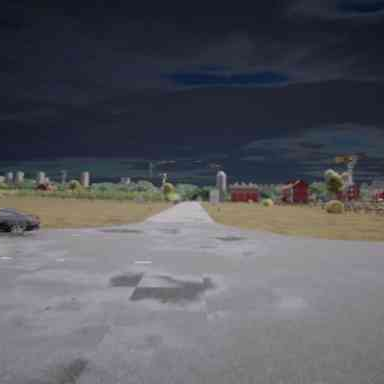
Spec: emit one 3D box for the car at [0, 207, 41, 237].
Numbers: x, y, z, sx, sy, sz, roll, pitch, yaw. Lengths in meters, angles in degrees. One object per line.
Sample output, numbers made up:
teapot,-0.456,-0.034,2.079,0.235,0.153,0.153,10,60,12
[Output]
car,-10.361,1.529,17.241,4.674,1.442,1.812,2,-1,-22
